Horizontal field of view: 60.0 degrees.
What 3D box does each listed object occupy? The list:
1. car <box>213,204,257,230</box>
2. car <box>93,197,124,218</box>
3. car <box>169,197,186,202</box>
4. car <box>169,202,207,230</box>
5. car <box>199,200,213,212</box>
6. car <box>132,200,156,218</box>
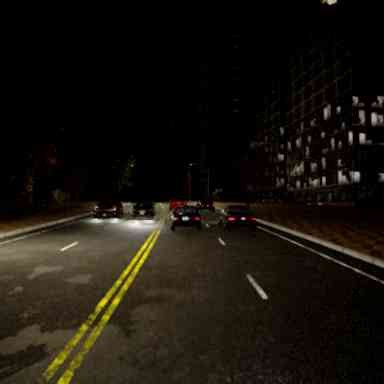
[{"bbox_3d":[2.822,1.586,21.582,2.033,1.411,5.357,0,0,-3],"label":"car"},{"bbox_3d":[-7.587,1.388,30.635,2.097,1.767,4.553,0,0,-3],"label":"car"},{"bbox_3d":[-1.789,1.435,41.948,2.097,1.767,4.553,0,0,-5],"label":"car"},{"bbox_3d":[-0.428,1.580,21.499,2.033,1.411,5.357,0,0,-3],"label":"car"},{"bbox_3d":[1.592,1.635,40.729,2.033,1.411,5.357,0,0,-5],"label":"car"},{"bbox_3d":[-4.319,1.536,30.402,2.128,1.511,4.902,0,0,-3],"label":"car"}]
